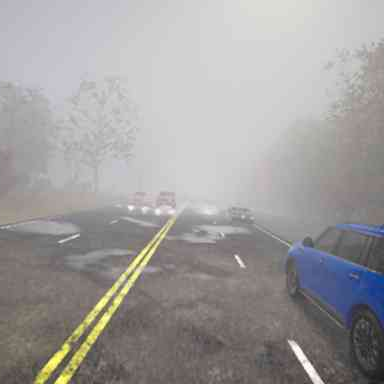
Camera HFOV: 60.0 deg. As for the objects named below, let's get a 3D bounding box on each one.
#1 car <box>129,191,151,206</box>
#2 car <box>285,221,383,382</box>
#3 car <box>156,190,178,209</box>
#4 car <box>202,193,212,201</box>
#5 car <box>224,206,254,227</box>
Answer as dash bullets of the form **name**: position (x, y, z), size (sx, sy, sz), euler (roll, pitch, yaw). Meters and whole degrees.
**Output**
- **car**: position (-6.155, 0.689, 39.879), size (2.097, 1.767, 4.553), euler (5, 0, 1)
- **car**: position (3.464, 1.583, 6.107), size (2.150, 2.045, 5.566), euler (4, 0, 0)
- **car**: position (-2.884, 0.871, 39.256), size (2.150, 2.045, 5.566), euler (6, 0, 1)
- **car**: position (4.486, 1.678, 90.006), size (1.994, 1.385, 4.181), euler (6, -1, 1)
- **car**: position (3.640, 1.798, 26.062), size (2.033, 1.411, 5.357), euler (7, 0, 0)
